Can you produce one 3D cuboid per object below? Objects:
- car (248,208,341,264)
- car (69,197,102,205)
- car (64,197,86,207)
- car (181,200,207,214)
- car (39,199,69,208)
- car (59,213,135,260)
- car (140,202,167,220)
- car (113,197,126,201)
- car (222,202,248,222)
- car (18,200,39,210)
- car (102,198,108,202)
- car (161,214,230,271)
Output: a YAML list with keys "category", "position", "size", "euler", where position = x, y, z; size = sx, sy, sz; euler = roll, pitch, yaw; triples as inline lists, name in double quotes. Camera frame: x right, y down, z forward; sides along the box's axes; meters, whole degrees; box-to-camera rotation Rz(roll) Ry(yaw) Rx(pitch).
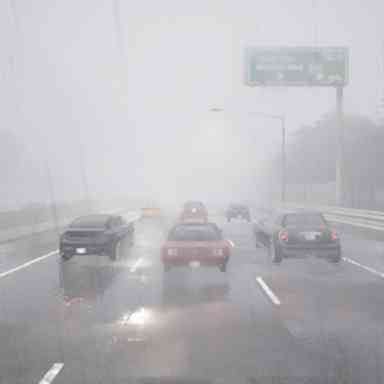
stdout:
- category: "car"
  position: [3.606, 1.406, 12.255]
  size: [2.097, 1.767, 4.553]
  euler: [0, 0, 0]
- category: "car"
  position: [-13.877, 1.650, 43.601]
  size: [2.128, 1.511, 4.902]
  euler: [0, 0, 1]
- category: "car"
  position: [-20.662, 1.691, 58.934]
  size: [1.882, 1.535, 5.008]
  euler: [0, 1, 1]
- category: "car"
  position: [0.171, 1.457, 27.457]
  size: [2.097, 1.767, 4.553]
  euler: [0, 0, 1]
- category: "car"
  position: [-17.389, 1.757, 42.798]
  size: [1.895, 1.301, 4.718]
  euler: [0, 0, 1]
- category: "car"
  position: [-3.391, 1.559, 12.636]
  size: [1.837, 1.490, 4.892]
  euler: [0, 0, 0]
- category: "car"
  position: [-3.314, 1.588, 29.215]
  size: [1.882, 1.535, 5.008]
  euler: [0, 0, 0]
- category: "car"
  position: [-13.587, 1.733, 62.679]
  size: [1.837, 1.490, 4.892]
  euler: [0, 0, 1]
- category: "car"
  position: [3.674, 1.611, 27.773]
  size: [1.837, 1.490, 4.892]
  euler: [0, 0, 1]
- category: "car"
  position: [-20.872, 1.760, 43.897]
  size: [1.895, 1.301, 4.718]
  euler: [0, 0, 1]
- category: "car"
  position: [-17.091, 1.789, 62.371]
  size: [1.994, 1.385, 4.181]
  euler: [0, 0, 1]
- category: "car"
  position: [0.100, 1.649, 11.110]
  size: [1.895, 1.301, 4.718]
  euler: [0, 0, 0]
